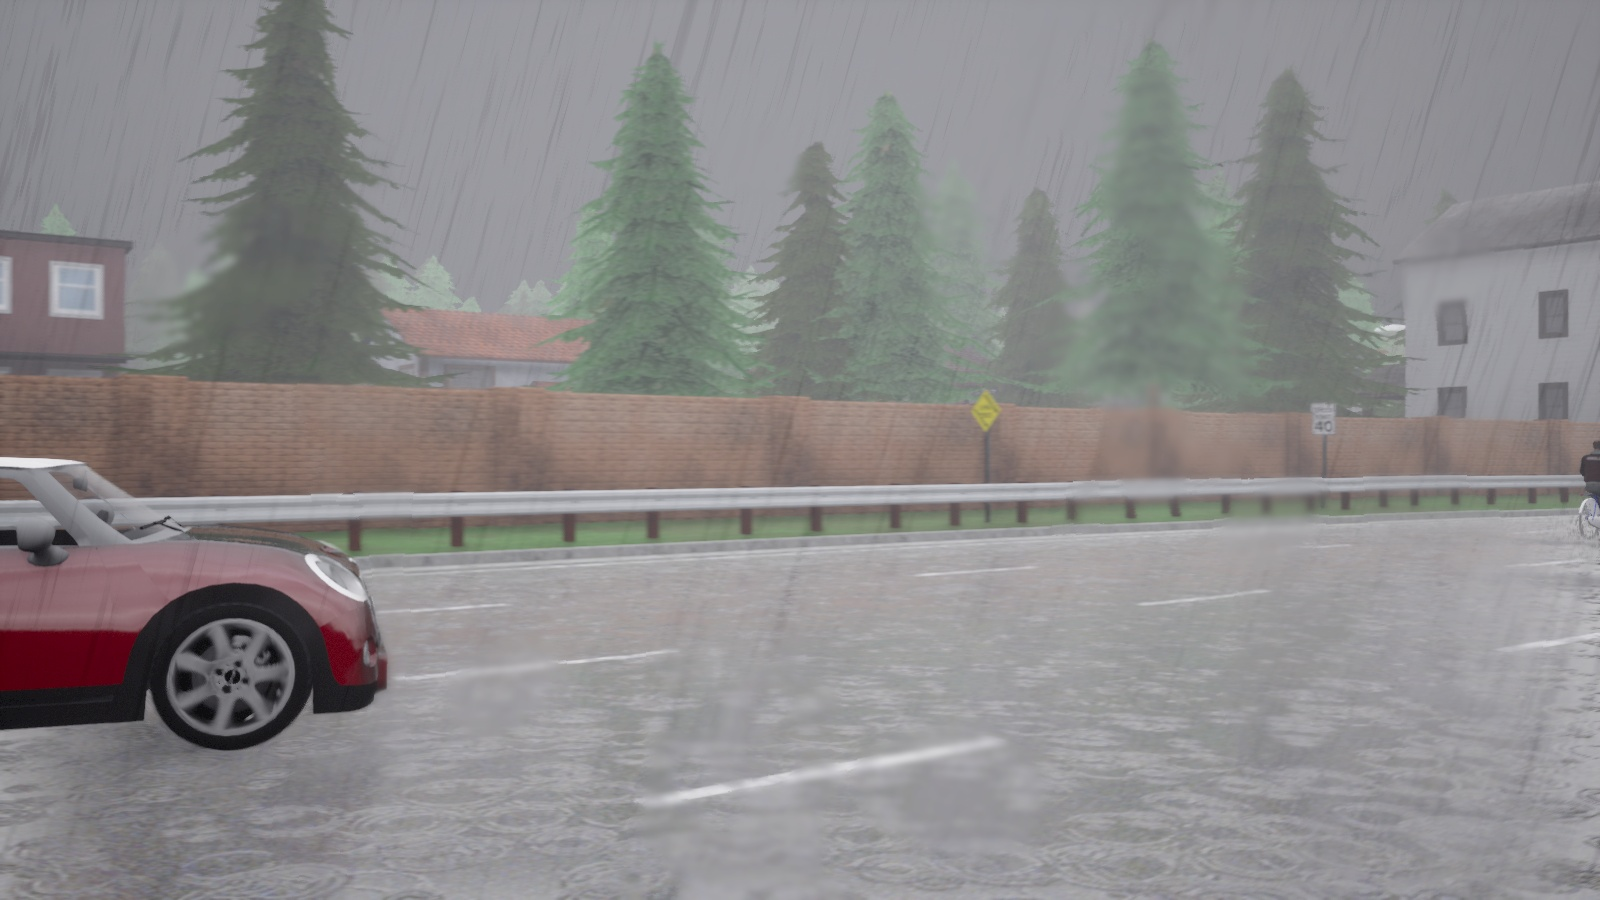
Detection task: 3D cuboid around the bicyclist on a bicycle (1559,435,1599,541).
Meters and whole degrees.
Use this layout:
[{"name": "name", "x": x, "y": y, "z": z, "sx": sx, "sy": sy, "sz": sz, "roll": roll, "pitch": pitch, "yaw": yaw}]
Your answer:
[{"name": "bicyclist on a bicycle", "x": 14.095, "y": 0.640, "z": 21.999, "sx": 1.843, "sy": 1.776, "sz": 0.659, "roll": 0, "pitch": 0, "yaw": -35}]

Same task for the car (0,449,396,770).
[{"name": "car", "x": -4.181, "y": 0.735, "z": 6.633, "sx": 3.806, "sy": 1.475, "sz": 1.970, "roll": 0, "pitch": 0, "yaw": -21}]
